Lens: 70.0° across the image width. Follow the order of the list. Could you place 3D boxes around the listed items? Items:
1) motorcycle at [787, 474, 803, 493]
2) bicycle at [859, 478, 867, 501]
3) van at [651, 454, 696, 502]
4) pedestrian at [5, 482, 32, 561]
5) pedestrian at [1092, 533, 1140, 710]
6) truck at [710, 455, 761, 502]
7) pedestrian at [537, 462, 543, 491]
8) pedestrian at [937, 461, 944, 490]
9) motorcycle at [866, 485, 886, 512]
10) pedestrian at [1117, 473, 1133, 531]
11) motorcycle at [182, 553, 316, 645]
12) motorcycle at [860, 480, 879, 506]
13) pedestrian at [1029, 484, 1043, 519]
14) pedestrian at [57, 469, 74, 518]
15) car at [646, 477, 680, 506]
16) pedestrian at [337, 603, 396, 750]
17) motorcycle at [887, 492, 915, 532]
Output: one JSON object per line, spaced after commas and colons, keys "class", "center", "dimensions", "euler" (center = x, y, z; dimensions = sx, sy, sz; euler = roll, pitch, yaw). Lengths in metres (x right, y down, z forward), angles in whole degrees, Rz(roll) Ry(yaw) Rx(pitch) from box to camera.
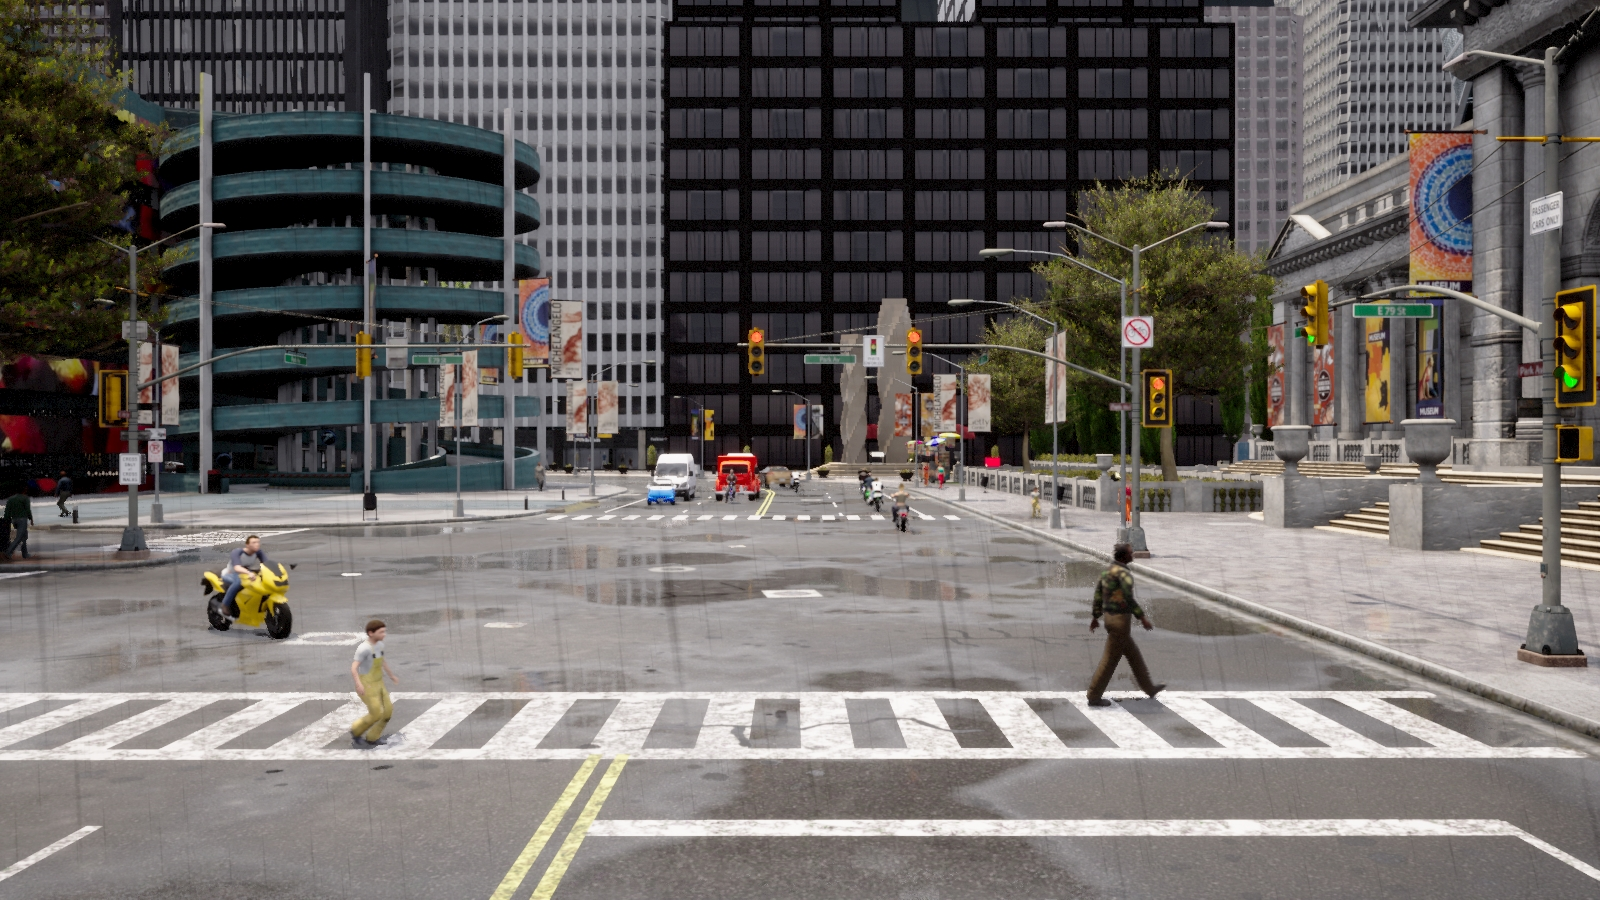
{"class": "motorcycle", "center": [-0.331, 2.184, 74.558], "dimensions": [0.803, 1.145, 2.033], "euler": [0, 0, -5]}
{"class": "bicycle", "center": [3.481, 2.186, 63.198], "dimensions": [0.329, 1.171, 1.835], "euler": [0, 0, 0]}
{"class": "van", "center": [-7.042, 1.510, 64.165], "dimensions": [1.988, 2.561, 5.915], "euler": [0, 0, -1]}
{"class": "pedestrian", "center": [-18.551, 1.693, 27.135], "dimensions": [0.375, 1.860, 0.375], "euler": [0, 0, 3]}
{"class": "pedestrian", "center": [3.421, 1.842, 12.392], "dimensions": [0.375, 1.860, 0.375], "euler": [0, 0, -10]}
{"class": "truck", "center": [-3.541, 1.543, 64.074], "dimensions": [2.627, 2.467, 5.204], "euler": [0, 0, -1]}
{"class": "pedestrian", "center": [-16.354, 1.669, 71.879], "dimensions": [0.375, 1.860, 0.375], "euler": [0, 0, -9]}
{"class": "pedestrian", "center": [9.148, 1.668, 74.439], "dimensions": [0.375, 1.860, 0.375], "euler": [0, 0, -4]}
{"class": "motorcycle", "center": [3.473, 2.193, 52.102], "dimensions": [0.803, 1.145, 2.033], "euler": [0, 0, 0]}
{"class": "pedestrian", "center": [10.484, 1.682, 36.834], "dimensions": [0.375, 1.860, 0.375], "euler": [0, 0, -9]}
{"class": "motorcycle", "center": [-8.276, 2.206, 17.141], "dimensions": [2.033, 1.145, 0.803], "euler": [0, 1, 30]}
{"class": "motorcycle", "center": [3.525, 2.160, 57.730], "dimensions": [0.856, 1.236, 1.805], "euler": [0, 0, 0]}
{"class": "pedestrian", "center": [9.012, 1.960, 43.637], "dimensions": [0.375, 1.300, 0.375], "euler": [0, 0, -18]}
{"class": "pedestrian", "center": [-28.280, 1.679, 43.993], "dimensions": [0.375, 1.860, 0.375], "euler": [0, 0, 15]}
{"class": "car", "center": [-6.988, 2.098, 58.266], "dimensions": [1.481, 1.376, 2.207], "euler": [0, 0, 0]}
{"class": "pedestrian", "center": [-4.089, 2.124, 10.786], "dimensions": [0.375, 1.300, 0.375], "euler": [0, 0, 12]}
{"class": "motorcycle", "center": [3.505, 2.154, 39.916], "dimensions": [0.764, 1.277, 2.356], "euler": [0, 0, 0]}
